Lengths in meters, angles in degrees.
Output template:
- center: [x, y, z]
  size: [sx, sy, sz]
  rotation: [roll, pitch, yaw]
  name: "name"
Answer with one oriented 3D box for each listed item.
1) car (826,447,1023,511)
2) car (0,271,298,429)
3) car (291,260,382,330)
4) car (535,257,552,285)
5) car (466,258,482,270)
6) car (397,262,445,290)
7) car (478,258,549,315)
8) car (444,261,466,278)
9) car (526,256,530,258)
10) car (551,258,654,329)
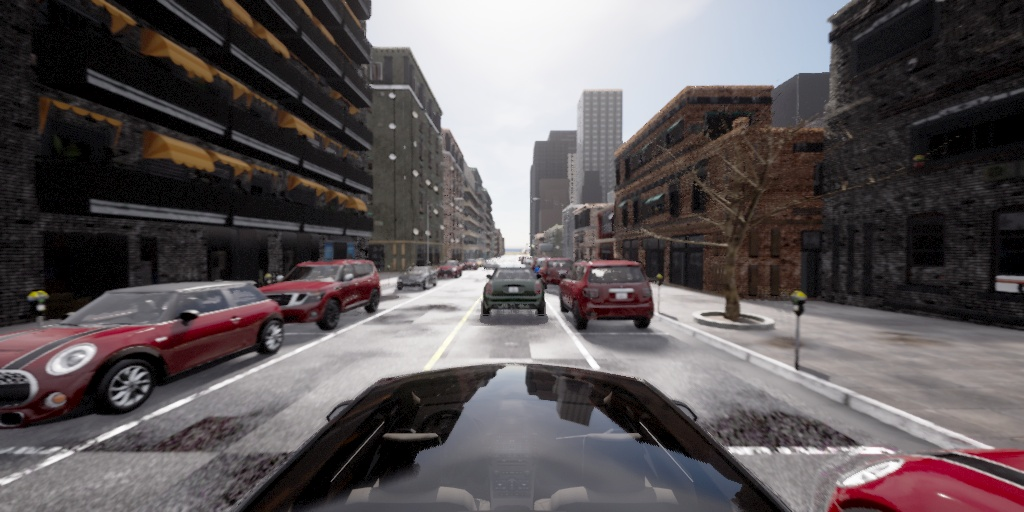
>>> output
- center: [2.690, 1.192, 0.316]
  size: [1.967, 1.591, 4.097]
  rotation: [0, 0, 0]
  name: "car"
- center: [-5.690, 1.185, 5.733]
  size: [1.967, 1.591, 4.097]
  rotation: [0, 0, 0]
  name: "car"
- center: [-5.689, 1.053, 11.140]
  size: [2.192, 1.841, 5.009]
  rotation: [0, 0, 0]
  name: "car"
- center: [2.694, 1.041, 21.945]
  size: [2.192, 1.841, 5.009]
  rotation: [0, 0, 0]
  name: "car"
- center: [-5.681, 1.130, 48.990]
  size: [1.967, 1.591, 4.097]
  rotation: [0, 0, 0]
  name: "car"
- center: [-5.687, 1.276, 21.954]
  size: [2.007, 1.370, 4.403]
  rotation: [0, 0, 0]
  name: "car"
- center: [0.069, 1.088, 13.599]
  size: [2.097, 1.767, 4.553]
  rotation: [0, 0, 0]
  name: "car"
- center: [-5.684, 1.152, 32.768]
  size: [1.967, 1.591, 4.097]
  rotation: [0, 0, 0]
  name: "car"
- center: [2.697, 1.027, 32.759]
  size: [2.192, 1.841, 5.009]
  rotation: [0, 0, 0]
  name: "car"
- center: [2.692, 1.054, 11.131]
  size: [2.192, 1.841, 5.009]
  rotation: [0, 0, 0]
  name: "car"
